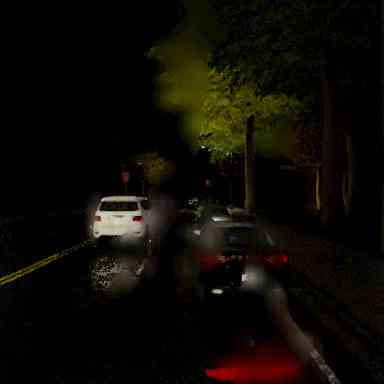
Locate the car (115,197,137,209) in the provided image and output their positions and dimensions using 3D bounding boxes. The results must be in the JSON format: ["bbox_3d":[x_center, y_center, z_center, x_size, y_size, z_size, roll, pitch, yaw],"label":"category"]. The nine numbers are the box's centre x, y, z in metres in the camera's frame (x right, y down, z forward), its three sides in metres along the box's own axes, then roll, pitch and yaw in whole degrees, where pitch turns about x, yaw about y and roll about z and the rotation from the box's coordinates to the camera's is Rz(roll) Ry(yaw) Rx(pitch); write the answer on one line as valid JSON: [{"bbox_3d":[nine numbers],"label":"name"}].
[{"bbox_3d":[-9.252,1.538,47.236,2.128,1.511,4.902,0,0,1],"label":"car"}]

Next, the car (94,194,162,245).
[{"bbox_3d":[-2.939,1.228,15.779,2.150,2.045,5.566,0,0,1],"label":"car"}]

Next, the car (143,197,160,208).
[{"bbox_3d":[-5.971,1.528,49.638,1.882,1.535,5.008,0,0,1],"label":"car"}]

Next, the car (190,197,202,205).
[{"bbox_3d":[0.765,1.623,61.057,2.033,1.411,5.357,0,0,1],"label":"car"}]

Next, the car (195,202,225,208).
[{"bbox_3d":[1.222,1.514,18.768,1.837,1.490,4.892,0,0,1],"label":"car"}]

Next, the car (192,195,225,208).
[{"bbox_3d":[1.297,1.240,24.798,2.150,2.045,5.566,0,0,1],"label":"car"}]

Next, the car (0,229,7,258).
[{"bbox_3d":[-6.485,1.492,7.963,2.128,1.511,4.902,0,0,1],"label":"car"}]

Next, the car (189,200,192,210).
[{"bbox_3d":[0.587,1.606,44.307,1.994,1.385,4.181,0,0,1],"label":"car"}]

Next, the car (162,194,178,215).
[{"bbox_3d":[-2.710,1.250,34.412,2.150,2.045,5.566,0,0,1],"label":"car"}]

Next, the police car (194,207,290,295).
[{"bbox_3d":[1.102,1.426,8.878,1.930,1.638,5.238,0,0,1],"label":"police car"}]
